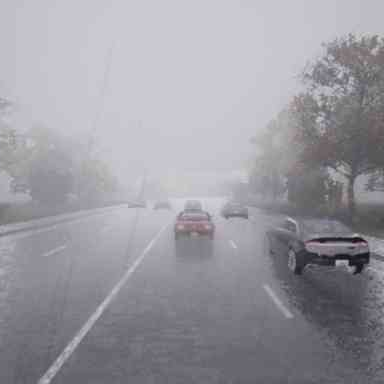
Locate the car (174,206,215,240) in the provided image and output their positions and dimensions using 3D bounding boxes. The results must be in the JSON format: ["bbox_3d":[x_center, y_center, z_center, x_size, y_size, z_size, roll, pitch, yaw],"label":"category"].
[{"bbox_3d":[0.109,1.597,17.043,1.895,1.301,4.718,0,0,0],"label":"car"}]

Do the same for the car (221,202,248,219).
[{"bbox_3d":[3.617,1.557,28.821,1.994,1.385,4.181,0,0,0],"label":"car"}]

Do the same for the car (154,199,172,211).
[{"bbox_3d":[-3.569,1.591,41.073,1.895,1.301,4.718,0,0,0],"label":"car"}]

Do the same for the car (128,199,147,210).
[{"bbox_3d":[-7.057,1.554,43.587,1.994,1.385,4.181,0,0,0],"label":"car"}]

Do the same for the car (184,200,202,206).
[{"bbox_3d":[0.121,1.539,35.273,2.033,1.411,5.357,0,0,0],"label":"car"}]

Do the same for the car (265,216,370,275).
[{"bbox_3d":[3.607,1.489,10.423,2.128,1.511,4.902,0,0,0],"label":"car"}]
